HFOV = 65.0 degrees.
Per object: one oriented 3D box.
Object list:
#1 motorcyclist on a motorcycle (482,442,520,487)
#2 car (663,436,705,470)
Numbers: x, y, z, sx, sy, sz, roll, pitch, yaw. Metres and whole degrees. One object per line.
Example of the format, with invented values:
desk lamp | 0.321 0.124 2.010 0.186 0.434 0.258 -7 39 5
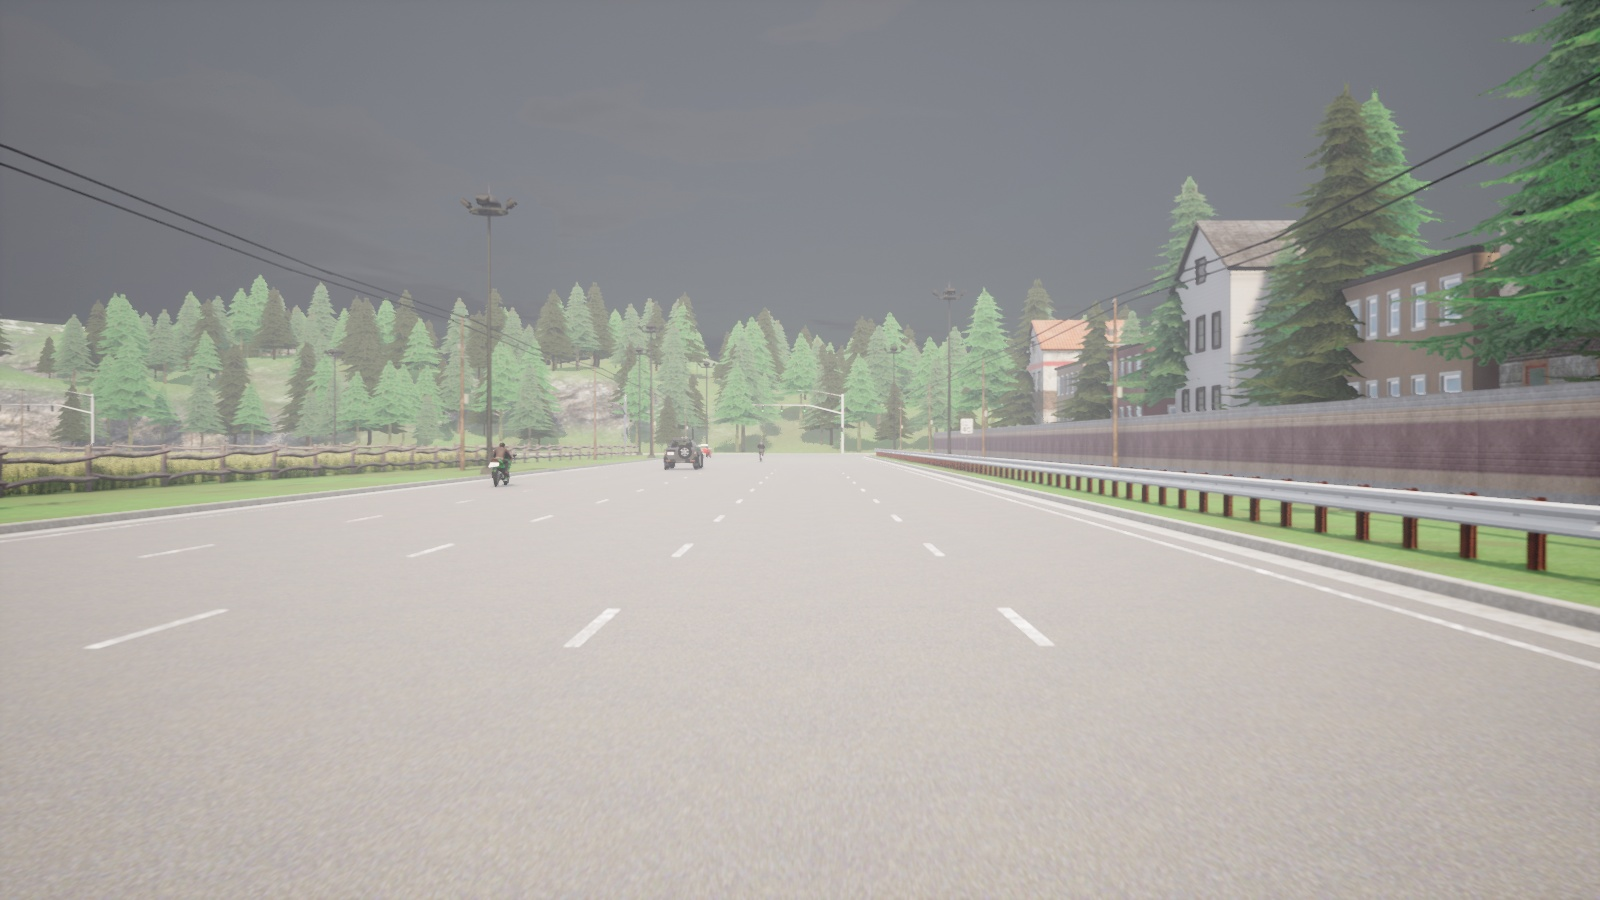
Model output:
motorcyclist on a motorcycle | -10.239 0.478 43.071 0.797 1.523 2.044 0 0 0
car | -6.577 0.155 71.363 1.932 1.855 4.605 0 0 0
